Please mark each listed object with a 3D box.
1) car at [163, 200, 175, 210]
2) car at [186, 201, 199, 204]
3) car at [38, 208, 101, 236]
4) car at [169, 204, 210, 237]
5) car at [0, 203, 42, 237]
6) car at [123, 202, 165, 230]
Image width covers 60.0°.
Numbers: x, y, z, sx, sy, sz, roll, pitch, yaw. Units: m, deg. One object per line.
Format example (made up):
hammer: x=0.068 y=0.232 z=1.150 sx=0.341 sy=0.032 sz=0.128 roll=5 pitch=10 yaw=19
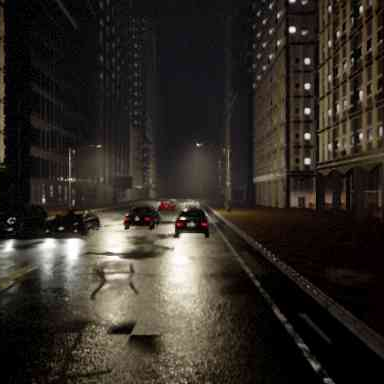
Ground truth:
car: x=-3.169 y=1.767 z=43.053 sx=1.994 sy=1.385 sz=4.181 roll=0 pitch=0 yaw=0
car: x=0.079 y=1.788 z=40.230 sx=1.895 sy=1.301 sz=4.718 roll=0 pitch=0 yaw=0
car: x=-6.525 y=1.640 z=18.606 sx=1.994 sy=1.385 sz=4.181 roll=0 pitch=0 yaw=0
car: x=0.015 y=1.623 z=18.494 sx=2.033 sy=1.411 sz=5.357 roll=0 pitch=0 yaw=0
car: x=-9.772 y=1.426 z=18.483 sx=2.097 sy=1.767 sz=4.553 roll=0 pitch=0 yaw=0
car: x=-3.200 y=1.639 z=21.976 sx=2.033 sy=1.411 sz=5.357 roll=0 pitch=0 yaw=1
